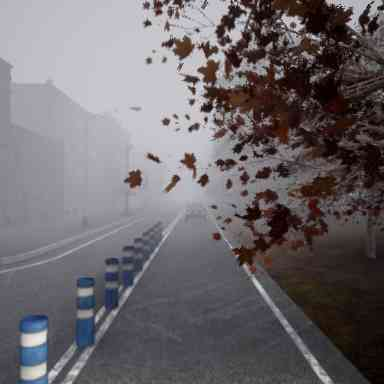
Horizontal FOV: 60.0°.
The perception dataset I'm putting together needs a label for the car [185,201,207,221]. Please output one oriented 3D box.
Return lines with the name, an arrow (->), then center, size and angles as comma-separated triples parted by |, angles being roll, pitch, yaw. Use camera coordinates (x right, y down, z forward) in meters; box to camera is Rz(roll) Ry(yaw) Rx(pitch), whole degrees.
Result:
car -> 0.350, 1.781, 29.774 | 2.033, 1.411, 5.357 | 0, 0, 1
